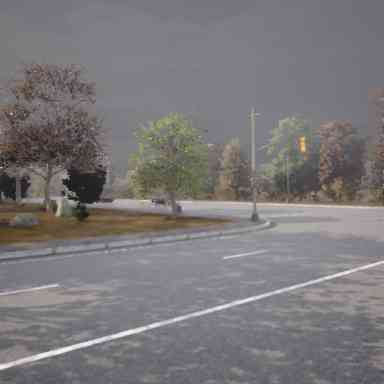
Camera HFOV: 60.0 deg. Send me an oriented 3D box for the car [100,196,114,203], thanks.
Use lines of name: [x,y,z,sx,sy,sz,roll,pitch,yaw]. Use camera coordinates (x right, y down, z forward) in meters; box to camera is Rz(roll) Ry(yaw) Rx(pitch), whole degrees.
car: [-15.765,1.371,59.484,1.895,1.301,4.718,-2,1,-39]

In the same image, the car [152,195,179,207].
car: [-3.491,1.134,44.114,2.128,1.511,4.902,-2,1,-39]
